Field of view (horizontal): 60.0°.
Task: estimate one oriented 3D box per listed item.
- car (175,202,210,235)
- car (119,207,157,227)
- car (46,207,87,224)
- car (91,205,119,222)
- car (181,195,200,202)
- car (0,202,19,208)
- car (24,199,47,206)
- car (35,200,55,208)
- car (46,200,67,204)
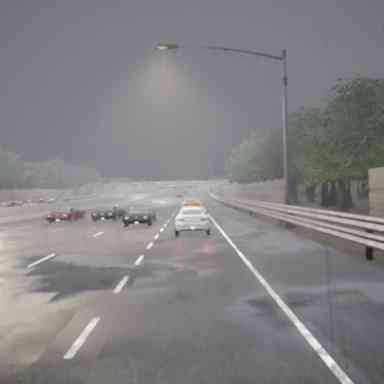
[{"bbox_3d":[0.018,1.529,18.708,1.812,1.442,4.674,-2,0,0],"label":"car"},{"bbox_3d":[-3.624,1.707,23.837,1.895,1.301,4.718,-2,0,0],"label":"car"},{"bbox_3d":[-10.541,1.902,28.285,1.895,1.301,4.718,-2,0,0],"label":"car"},{"bbox_3d":[-7.043,1.803,28.420,1.895,1.301,4.718,-2,0,0],"label":"car"},{"bbox_3d":[-0.077,1.481,36.849,1.882,1.535,5.008,-2,0,0],"label":"car"},{"bbox_3d":[-31.683,2.411,57.499,1.812,1.442,4.674,-2,0,0],"label":"car"},{"bbox_3d":[-24.732,2.050,52.542,2.097,1.767,4.553,-2,0,1],"label":"car"},{"bbox_3d":[-28.160,2.316,63.710,1.994,1.385,4.181,-2,0,0],"label":"car"},{"bbox_3d":[-21.229,2.125,53.839,1.812,1.442,4.674,-2,0,1],"label":"car"}]
